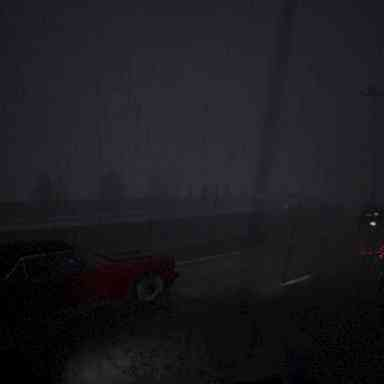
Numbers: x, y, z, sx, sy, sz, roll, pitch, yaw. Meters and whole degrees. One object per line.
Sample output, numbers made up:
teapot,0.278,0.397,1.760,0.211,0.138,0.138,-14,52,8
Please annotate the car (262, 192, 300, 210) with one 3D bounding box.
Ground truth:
car,9.569,1.002,33.934,2.150,2.045,5.566,0,0,35

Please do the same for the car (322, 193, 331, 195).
car,27.869,0.941,68.948,1.882,1.535,5.008,0,0,25

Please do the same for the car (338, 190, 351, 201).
car,31.029,0.665,67.448,2.150,2.045,5.566,0,0,25

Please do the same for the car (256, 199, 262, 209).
car,9.219,1.236,39.642,1.882,1.535,5.008,0,0,32

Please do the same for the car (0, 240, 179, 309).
car,-2.600,1.601,6.357,4.718,1.301,1.895,-1,0,-37

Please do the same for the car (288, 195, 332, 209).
car,10.764,1.275,29.738,2.128,1.511,4.902,0,0,37

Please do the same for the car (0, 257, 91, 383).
car,-3.227,1.529,1.579,4.892,1.490,1.837,0,1,-35

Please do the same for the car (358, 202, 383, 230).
car,10.851,1.332,18.678,1.837,1.490,4.892,0,1,43

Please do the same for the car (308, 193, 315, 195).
car,27.385,0.963,76.223,1.812,1.442,4.674,0,0,25
